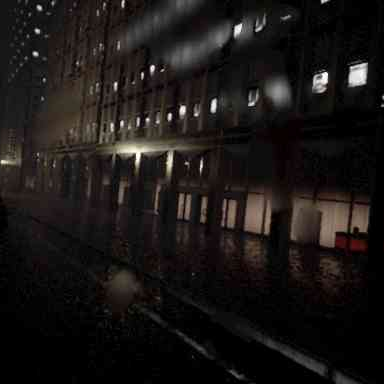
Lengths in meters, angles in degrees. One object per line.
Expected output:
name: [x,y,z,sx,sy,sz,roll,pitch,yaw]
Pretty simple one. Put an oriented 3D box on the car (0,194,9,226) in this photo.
car: [-9.916,0.657,15.663,1.837,1.490,4.892,5,1,-36]
